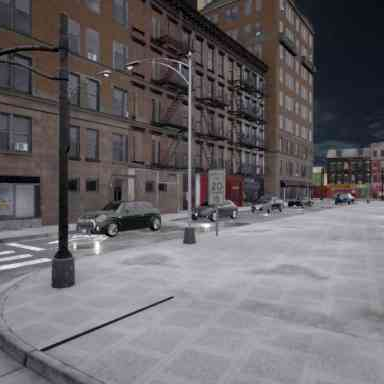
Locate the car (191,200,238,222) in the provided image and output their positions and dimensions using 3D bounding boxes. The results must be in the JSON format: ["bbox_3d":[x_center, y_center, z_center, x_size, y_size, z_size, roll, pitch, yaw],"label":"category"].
[{"bbox_3d":[1.706,1.304,24.781,1.837,1.490,4.892,0,1,36],"label":"car"}]

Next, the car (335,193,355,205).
[{"bbox_3d":[22.840,0.954,49.563,2.097,1.767,4.553,0,1,36],"label":"car"}]

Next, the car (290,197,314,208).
[{"bbox_3d":[13.396,1.267,40.970,1.895,1.301,4.718,0,1,36],"label":"car"}]

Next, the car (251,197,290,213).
[{"bbox_3d":[7.525,1.222,32.869,2.128,1.511,4.902,0,1,36],"label":"car"}]

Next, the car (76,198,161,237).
[{"bbox_3d":[-3.699,1.218,17.308,2.097,1.767,4.553,0,1,37],"label":"car"}]
